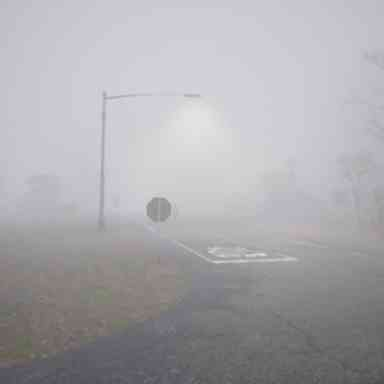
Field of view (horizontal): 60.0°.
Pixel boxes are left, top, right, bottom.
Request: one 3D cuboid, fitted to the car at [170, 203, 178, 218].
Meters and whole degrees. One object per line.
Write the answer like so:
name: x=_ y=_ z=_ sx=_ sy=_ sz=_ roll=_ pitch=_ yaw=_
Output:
car: x=-3.559 y=2.630 z=48.008 sx=2.150 sy=2.045 sz=5.566 roll=1 pitch=-2 yaw=-15
